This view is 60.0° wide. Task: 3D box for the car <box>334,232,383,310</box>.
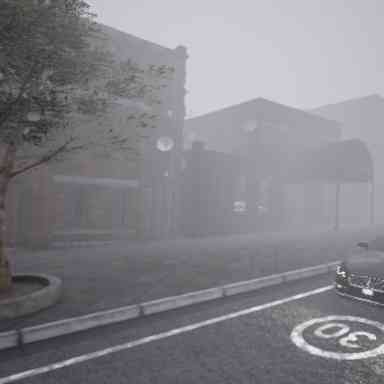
[{"bbox_3d":[5.094,1.525,7.316,4.892,1.490,1.837,0,0,-35],"label":"car"}]
